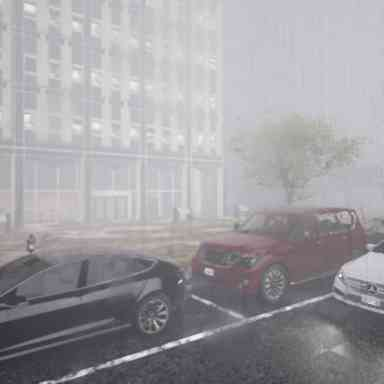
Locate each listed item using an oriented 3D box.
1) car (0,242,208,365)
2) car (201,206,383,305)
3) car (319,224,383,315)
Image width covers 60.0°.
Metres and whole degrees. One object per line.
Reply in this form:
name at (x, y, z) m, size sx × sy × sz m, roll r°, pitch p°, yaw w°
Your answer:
car at (-2.095, 1.566, 5.068) m, size 4.313 × 1.339 × 1.947 m, roll 0°, pitch 0°, yaw -35°
car at (2.400, 1.314, 8.274) m, size 5.009 × 1.841 × 2.192 m, roll 0°, pitch 0°, yaw -35°
car at (4.847, 1.524, 6.835) m, size 4.674 × 1.442 × 1.812 m, roll 0°, pitch 0°, yaw -35°
